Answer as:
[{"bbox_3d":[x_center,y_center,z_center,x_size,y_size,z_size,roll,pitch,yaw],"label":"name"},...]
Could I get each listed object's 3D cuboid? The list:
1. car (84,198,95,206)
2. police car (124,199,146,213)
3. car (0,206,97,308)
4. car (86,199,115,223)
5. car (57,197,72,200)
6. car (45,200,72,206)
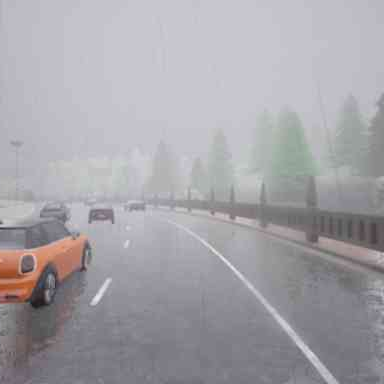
[{"bbox_3d":[-17.635,1.856,58.837,1.812,1.442,4.674,0,0,-33],"label":"car"},{"bbox_3d":[-7.202,1.634,41.397,1.930,1.638,5.238,0,0,-22],"label":"police car"},{"bbox_3d":[-3.961,1.405,8.138,2.097,1.767,4.553,0,0,-4],"label":"car"},{"bbox_3d":[-7.294,1.625,26.852,1.882,1.535,5.008,0,0,-15],"label":"car"},{"bbox_3d":[-27.765,1.845,72.026,1.882,1.535,5.008,0,0,-42],"label":"car"},{"bbox_3d":[-10.763,1.652,26.324,2.128,1.511,4.902,0,0,-15],"label":"car"}]
